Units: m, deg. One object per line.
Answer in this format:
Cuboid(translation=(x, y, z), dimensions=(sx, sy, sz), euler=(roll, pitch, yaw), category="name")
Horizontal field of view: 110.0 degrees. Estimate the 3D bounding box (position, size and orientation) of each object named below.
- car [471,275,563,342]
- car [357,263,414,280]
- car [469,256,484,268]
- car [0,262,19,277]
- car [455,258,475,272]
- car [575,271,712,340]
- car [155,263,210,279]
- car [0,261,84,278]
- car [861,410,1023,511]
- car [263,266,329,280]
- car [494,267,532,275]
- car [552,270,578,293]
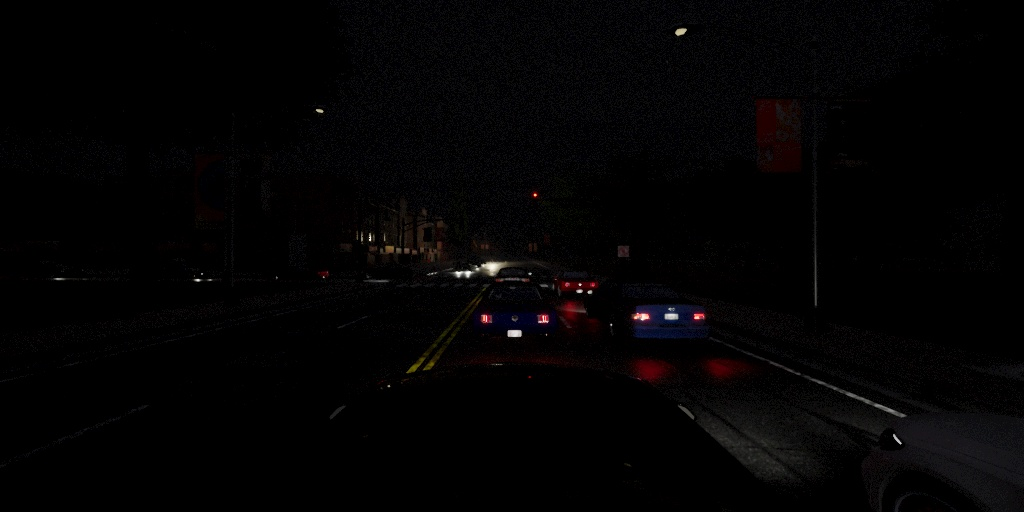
Cuboid(translation=(0.079, 1.374, 9.854), dimensions=(1.895, 1.301, 4.718), euler=(0, 0, 0), category="car")
Cuboid(translation=(-11.784, 1.399, 33.461), dimensions=(5.008, 1.535, 1.882), euler=(0, 1, -25), category="car")
Cuboid(translation=(-6.587, 0.955, 62.107), dimensions=(2.150, 2.045, 5.566), euler=(0, 0, 0), category="car")
Cuboid(translation=(-49.238, 1.240, 33.184), dimensions=(4.718, 1.301, 1.895), euler=(0, 0, 1), category="car")
Cuboid(translation=(-6.621, 1.403, 49.328), dimensions=(1.994, 1.385, 4.181), euler=(0, 0, -2), category="car")
Cuboid(translation=(3.329, 1.321, 9.979), dimensions=(2.033, 1.411, 5.357), euler=(0, 0, 0), category="car")
Cuboid(translation=(-28.161, 1.318, 30.267), dimensions=(4.181, 1.385, 1.994), euler=(0, 0, 0), category="car")
Cuboid(translation=(-39.322, 1.149, 30.288), dimensions=(5.008, 1.535, 1.882), euler=(0, 0, 0), category="car")
Cuboid(translation=(3.344, 1.275, 0.503), dimensions=(1.812, 1.442, 4.674), euler=(0, 0, 0), category="car")
Cuboid(translation=(-18.094, 1.449, 30.270), dimensions=(4.718, 1.301, 1.895), euler=(1, 0, 0), category="car")
Cuboid(translation=(0.047, 1.313, 19.194), dimensions=(1.882, 1.535, 5.008), euler=(0, 0, 0), category="car")
Cuboid(translation=(3.298, 1.439, 19.622), dimensions=(1.895, 1.301, 4.718), euler=(0, 0, 0), category="car")
